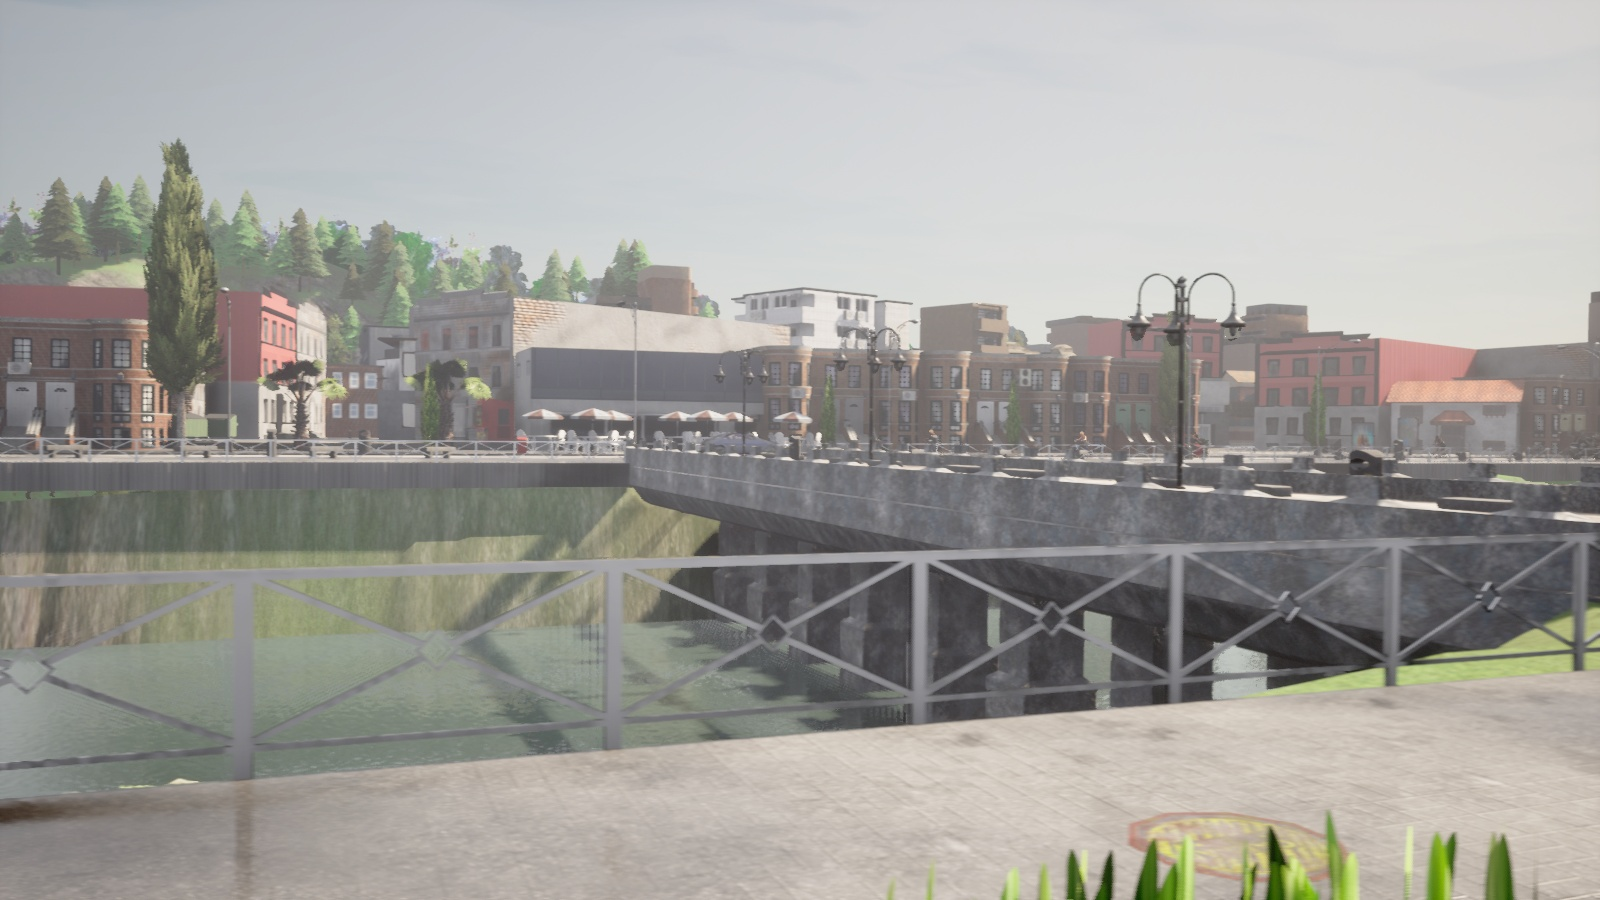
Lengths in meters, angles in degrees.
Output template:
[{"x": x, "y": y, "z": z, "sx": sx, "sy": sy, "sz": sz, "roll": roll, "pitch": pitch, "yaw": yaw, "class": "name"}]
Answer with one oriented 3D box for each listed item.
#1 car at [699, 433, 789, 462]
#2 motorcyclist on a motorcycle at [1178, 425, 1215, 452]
[{"x": -2.869, "y": -0.155, "z": 64.379, "sx": 4.181, "sy": 1.385, "sz": 1.994, "roll": -1, "pitch": 1, "yaw": -21, "class": "car"}, {"x": 23.503, "y": -0.685, "z": 74.399, "sx": 2.044, "sy": 1.523, "sz": 0.797, "roll": -1, "pitch": 1, "yaw": -21, "class": "motorcyclist on a motorcycle"}]
